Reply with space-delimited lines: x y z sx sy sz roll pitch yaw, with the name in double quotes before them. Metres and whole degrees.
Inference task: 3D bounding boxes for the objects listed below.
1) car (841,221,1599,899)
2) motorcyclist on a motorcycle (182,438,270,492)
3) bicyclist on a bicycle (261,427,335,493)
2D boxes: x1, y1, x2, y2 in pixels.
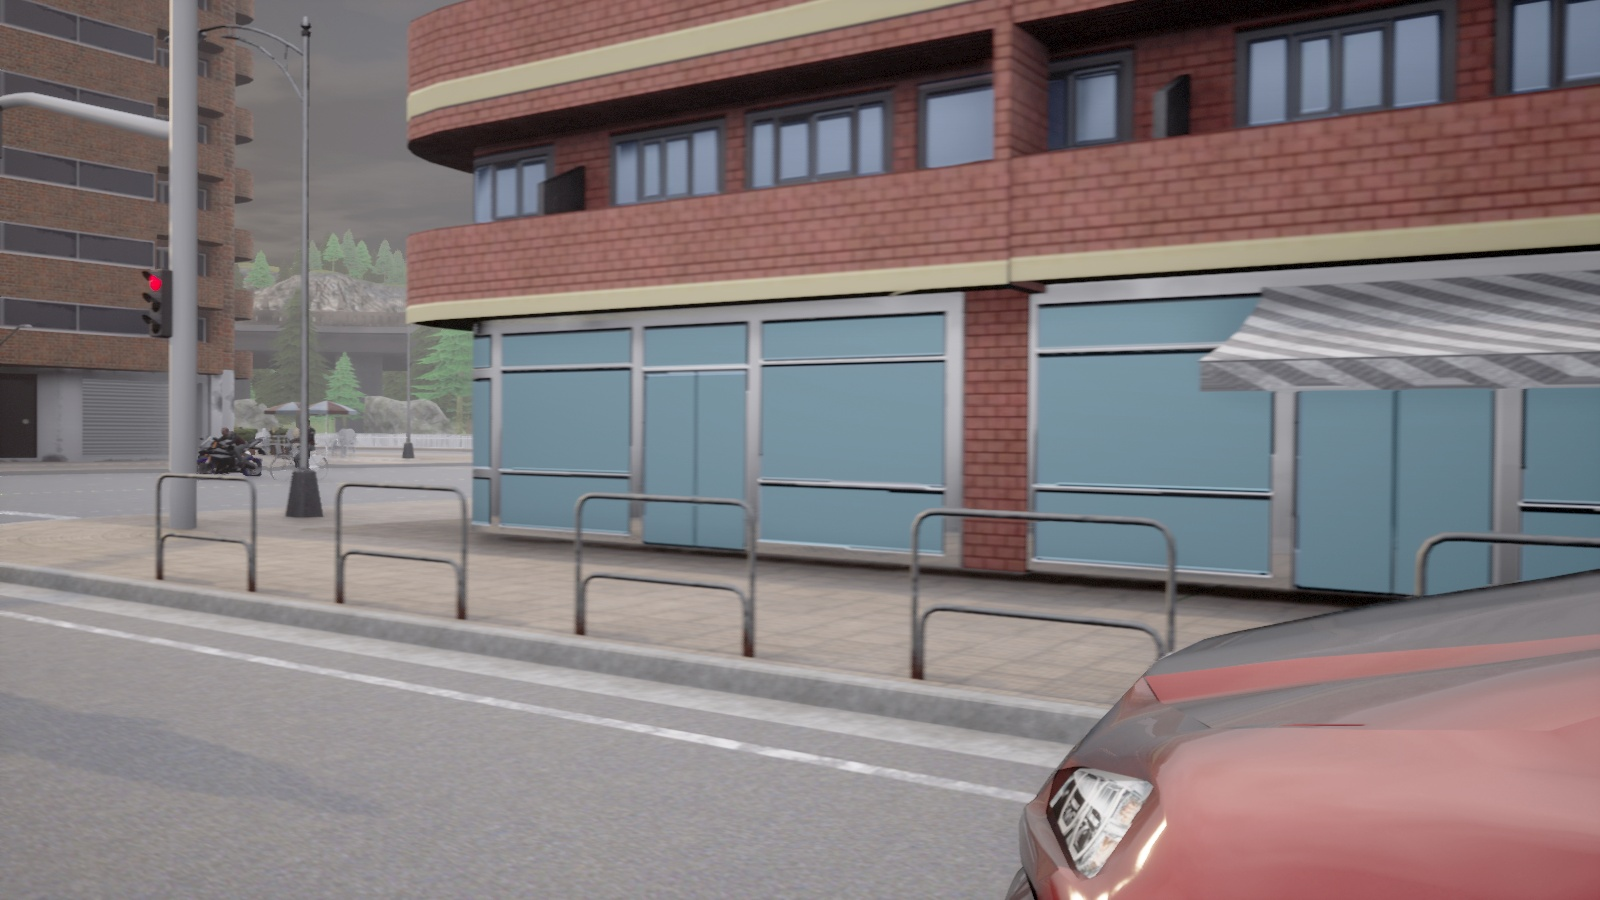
"car" 2.620 0.526 1.880 4.611 1.667 2.242 0 1 34
"motorcyclist on a motorcycle" -16.818 0.416 36.865 0.866 1.530 2.191 0 1 34
"bicyclist on a bicycle" -13.929 0.252 34.890 0.659 1.776 1.843 0 1 34
